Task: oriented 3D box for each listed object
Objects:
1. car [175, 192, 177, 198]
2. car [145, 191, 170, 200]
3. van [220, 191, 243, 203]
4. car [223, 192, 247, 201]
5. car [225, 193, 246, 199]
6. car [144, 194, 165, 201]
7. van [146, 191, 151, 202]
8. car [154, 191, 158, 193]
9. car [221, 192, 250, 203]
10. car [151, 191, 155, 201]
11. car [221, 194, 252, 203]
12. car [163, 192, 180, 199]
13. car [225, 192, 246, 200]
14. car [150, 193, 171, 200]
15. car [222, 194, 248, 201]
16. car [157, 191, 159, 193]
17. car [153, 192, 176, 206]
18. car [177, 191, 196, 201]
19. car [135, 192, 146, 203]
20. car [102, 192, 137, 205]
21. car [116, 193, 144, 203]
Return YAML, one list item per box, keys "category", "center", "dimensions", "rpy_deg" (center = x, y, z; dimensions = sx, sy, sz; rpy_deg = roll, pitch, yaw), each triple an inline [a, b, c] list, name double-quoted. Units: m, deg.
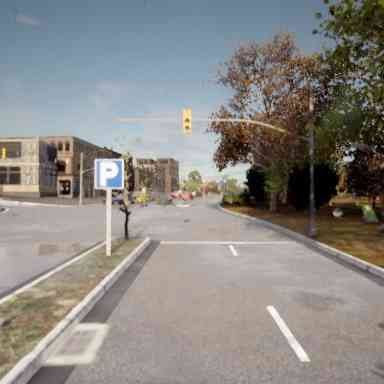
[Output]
- category: "car"
  center: [-6.794, 1.078, 87.942]
  dimensions: [5.008, 1.535, 2.097]
  rpy_deg: [-1, 0, -11]
- category: "car"
  center: [-8.163, 0.852, 79.000]
  dimensions: [5.566, 2.045, 2.435]
  rpy_deg: [-1, 0, -12]
- category: "van"
  center: [7.170, 0.892, 54.683]
  dimensions: [4.442, 1.987, 1.878]
  rpy_deg: [1, 0, -14]
- category: "car"
  center: [9.310, 0.934, 72.357]
  dimensions: [4.553, 1.767, 2.185]
  rpy_deg: [0, 0, -12]
- category: "car"
  center: [11.032, 1.048, 84.070]
  dimensions: [4.792, 1.488, 2.163]
  rpy_deg: [0, 1, -11]
- category: "car"
  center: [-8.607, 1.152, 75.994]
  dimensions: [4.674, 1.452, 2.002]
  rpy_deg: [-1, 0, -12]
- category: "van"
  center: [-10.367, 0.925, 61.039]
  dimensions: [4.442, 1.987, 1.878]
  rpy_deg: [-1, 0, -14]
- category: "car"
  center: [-9.777, 1.177, 67.008]
  dimensions: [4.674, 1.452, 2.002]
  rpy_deg: [-1, 0, -13]
- category: "car"
  center: [7.547, 0.983, 57.654]
  dimensions: [4.553, 1.767, 2.185]
  rpy_deg: [0, 0, -14]
- category: "car"
  center: [-10.144, 1.146, 64.012]
  dimensions: [4.892, 1.521, 2.231]
  rpy_deg: [-1, 0, -14]
- category: "car"
  center: [8.078, 1.098, 60.649]
  dimensions: [5.366, 1.575, 1.946]
  rpy_deg: [1, 0, -13]
- category: "car"
  center: [-5.763, 0.935, 93.901]
  dimensions: [4.553, 1.767, 2.185]
  rpy_deg: [-1, 0, -10]
- category: "car"
  center: [10.199, 0.914, 78.228]
  dimensions: [4.553, 1.767, 2.185]
  rpy_deg: [0, 1, -11]
- category: "car"
  center: [-7.747, 1.096, 81.980]
  dimensions: [5.008, 1.535, 2.097]
  rpy_deg: [-1, 0, -12]
- category: "car"
  center: [8.582, 1.120, 66.489]
  dimensions: [4.674, 1.452, 2.002]
  rpy_deg: [1, 0, -13]
- category: "car"
  center: [-9.411, 1.169, 70.010]
  dimensions: [4.674, 1.452, 2.002]
  rpy_deg: [-1, 0, -13]
- category: "car"
  center: [-3.914, 1.222, 47.880]
  dimensions: [1.837, 1.490, 4.892]
  rpy_deg: [0, 1, 5]
- category: "car"
  center: [-1.172, 0.830, 73.111]
  dimensions: [2.150, 2.045, 5.566]
  rpy_deg: [0, 0, 8]
- category: "car"
  center: [-10.914, 1.162, 55.047]
  dimensions: [5.366, 1.575, 1.946]
  rpy_deg: [-1, 0, -15]
- category: "car"
  center: [-11.553, 1.213, 52.054]
  dimensions: [4.792, 1.488, 2.163]
  rpy_deg: [-1, 0, -15]
- category: "car"
  center: [-10.826, 1.036, 57.999]
  dimensions: [4.553, 1.767, 2.185]
  rpy_deg: [-1, 0, -14]
